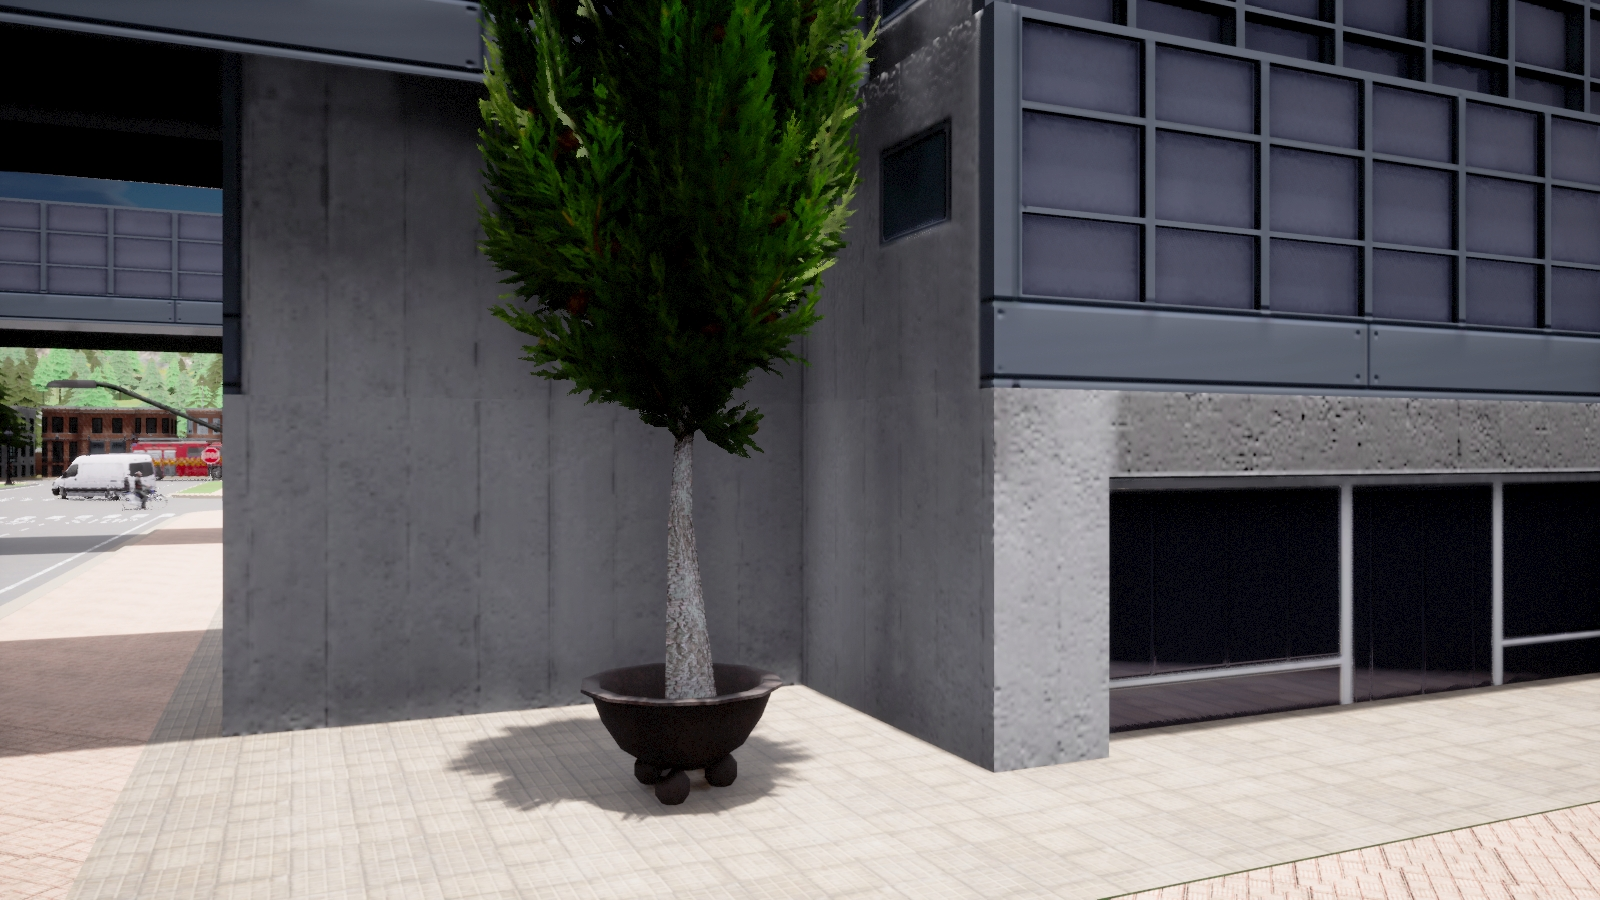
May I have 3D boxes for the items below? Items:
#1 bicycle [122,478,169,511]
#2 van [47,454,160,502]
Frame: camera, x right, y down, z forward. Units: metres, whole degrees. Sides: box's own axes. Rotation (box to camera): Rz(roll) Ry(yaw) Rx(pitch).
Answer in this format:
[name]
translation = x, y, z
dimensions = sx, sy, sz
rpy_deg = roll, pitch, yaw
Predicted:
[bicycle]
translation = -30.350, 2.060, 52.985
dimensions = 1.835, 1.471, 0.329
rpy_deg = 0, 0, -23
[van]
translation = -39.179, 1.529, 64.276
dimensions = 5.915, 2.561, 1.988
rpy_deg = 0, 3, 18
